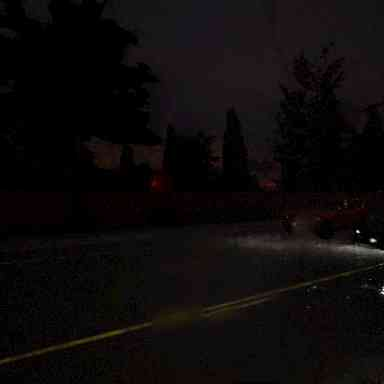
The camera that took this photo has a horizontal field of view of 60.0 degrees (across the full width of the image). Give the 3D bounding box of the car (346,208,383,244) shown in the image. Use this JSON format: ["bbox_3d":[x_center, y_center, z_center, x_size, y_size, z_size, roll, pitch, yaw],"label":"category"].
[{"bbox_3d":[9.539,1.600,15.095,5.357,1.411,2.033,0,0,-35],"label":"car"}]

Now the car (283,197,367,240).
[{"bbox_3d":[7.326,1.273,17.814,5.566,2.045,2.150,0,0,-35],"label":"car"}]
